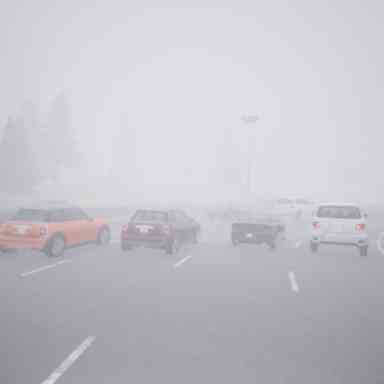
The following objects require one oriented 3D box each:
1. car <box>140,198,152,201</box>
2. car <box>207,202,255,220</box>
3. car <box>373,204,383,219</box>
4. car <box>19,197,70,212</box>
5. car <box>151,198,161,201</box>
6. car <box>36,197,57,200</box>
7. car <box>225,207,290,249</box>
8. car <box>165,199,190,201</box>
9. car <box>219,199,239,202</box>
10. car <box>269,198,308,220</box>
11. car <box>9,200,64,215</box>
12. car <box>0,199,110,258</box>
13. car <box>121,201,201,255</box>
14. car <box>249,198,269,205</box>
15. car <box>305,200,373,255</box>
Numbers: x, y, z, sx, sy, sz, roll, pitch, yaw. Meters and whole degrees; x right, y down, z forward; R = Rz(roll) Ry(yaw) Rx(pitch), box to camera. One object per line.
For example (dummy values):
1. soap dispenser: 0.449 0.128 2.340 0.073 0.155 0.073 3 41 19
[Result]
1. car: -6.675 1.631 50.020 4.892 1.490 1.837 1 0 -43
2. car: 3.411 1.845 29.826 1.895 1.301 4.718 1 0 38
3. car: 17.674 1.911 33.594 5.008 1.535 1.882 1 -1 -35
4. car: -16.735 1.361 37.904 2.128 1.511 4.902 1 0 34
5. car: -3.096 1.714 48.561 4.674 1.442 1.812 1 0 -41
6. car: -12.928 1.423 30.556 1.837 1.490 4.892 1 -1 30
7. car: 3.308 1.686 15.900 1.882 1.535 5.008 1 -1 23
8. car: -1.440 1.733 45.120 4.674 1.442 1.812 1 0 -43
9. car: 6.818 1.910 60.103 5.357 1.411 2.033 1 0 -29
10. car: 10.188 1.555 32.101 5.566 2.045 2.150 1 -1 -43
11. car: -15.459 1.476 33.401 1.895 1.301 4.718 1 0 31
12. car: -5.035 1.327 12.940 2.097 1.767 4.553 2 0 15
13. car: -1.092 1.435 13.993 2.097 1.767 4.553 2 0 17
14. car: 12.705 1.977 55.211 5.357 1.411 2.033 1 0 -28
15. car: 6.658 1.506 15.086 2.150 2.045 5.566 1 -1 24
